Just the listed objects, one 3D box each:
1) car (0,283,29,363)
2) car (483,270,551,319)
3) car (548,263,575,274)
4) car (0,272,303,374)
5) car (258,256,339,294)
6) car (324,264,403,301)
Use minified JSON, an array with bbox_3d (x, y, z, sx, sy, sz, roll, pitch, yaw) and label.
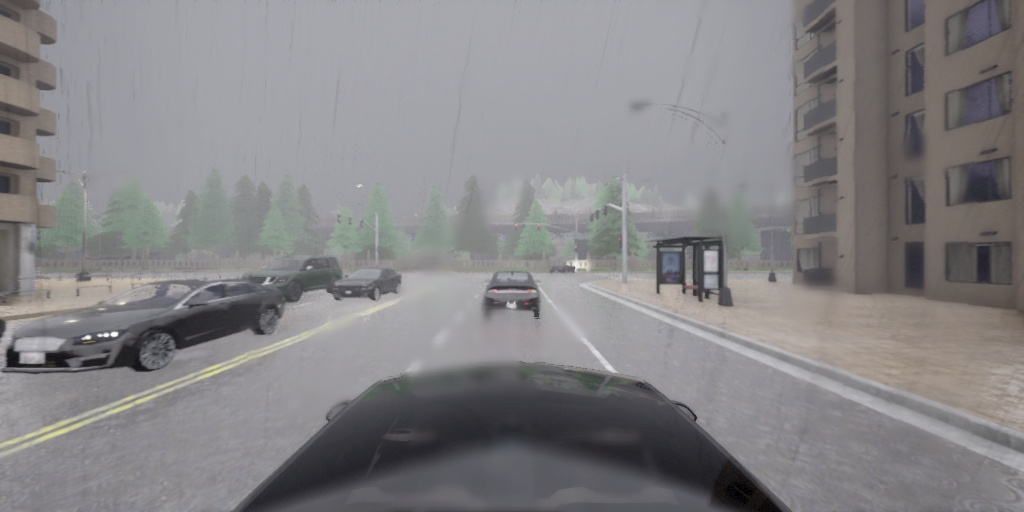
[{"bbox_3d":[-10.591,1.259,4.723,1.837,1.490,4.892,0,-1,0],"label":"car"},{"bbox_3d":[0.013,1.284,13.087,2.128,1.511,4.902,0,0,0],"label":"car"},{"bbox_3d":[6.087,1.459,43.319,1.895,1.301,4.718,0,0,28],"label":"car"},{"bbox_3d":[-7.084,1.259,7.759,2.128,1.511,4.902,0,0,0],"label":"car"},{"bbox_3d":[-10.513,1.020,17.654,2.150,2.045,5.566,0,0,3],"label":"car"},{"bbox_3d":[-6.995,1.283,17.861,1.882,1.535,5.008,0,0,0],"label":"car"}]
